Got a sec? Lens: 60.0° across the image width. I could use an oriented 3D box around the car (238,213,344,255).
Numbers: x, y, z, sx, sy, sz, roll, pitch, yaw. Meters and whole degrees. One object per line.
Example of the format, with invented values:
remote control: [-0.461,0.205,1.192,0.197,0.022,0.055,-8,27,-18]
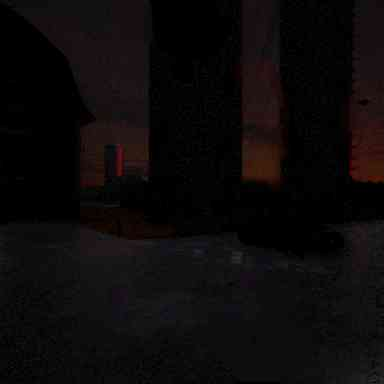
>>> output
car: [3.831,1.563,13.433,1.994,1.381,4.181,0,0,-36]
